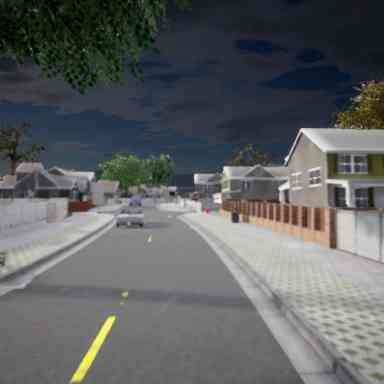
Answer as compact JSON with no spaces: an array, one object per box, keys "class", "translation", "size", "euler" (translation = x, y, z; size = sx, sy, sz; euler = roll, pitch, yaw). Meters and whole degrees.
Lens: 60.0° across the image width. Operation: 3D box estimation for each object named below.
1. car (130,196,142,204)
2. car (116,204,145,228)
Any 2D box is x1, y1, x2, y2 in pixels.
[{"class":"car","translation":[-11.191,1.874,66.597],"size":[2.150,2.045,5.566],"euler":[0,0,-6]},{"class":"car","translation":[-4.415,1.817,24.249],"size":[1.895,1.301,4.718],"euler":[0,-1,-7]}]
